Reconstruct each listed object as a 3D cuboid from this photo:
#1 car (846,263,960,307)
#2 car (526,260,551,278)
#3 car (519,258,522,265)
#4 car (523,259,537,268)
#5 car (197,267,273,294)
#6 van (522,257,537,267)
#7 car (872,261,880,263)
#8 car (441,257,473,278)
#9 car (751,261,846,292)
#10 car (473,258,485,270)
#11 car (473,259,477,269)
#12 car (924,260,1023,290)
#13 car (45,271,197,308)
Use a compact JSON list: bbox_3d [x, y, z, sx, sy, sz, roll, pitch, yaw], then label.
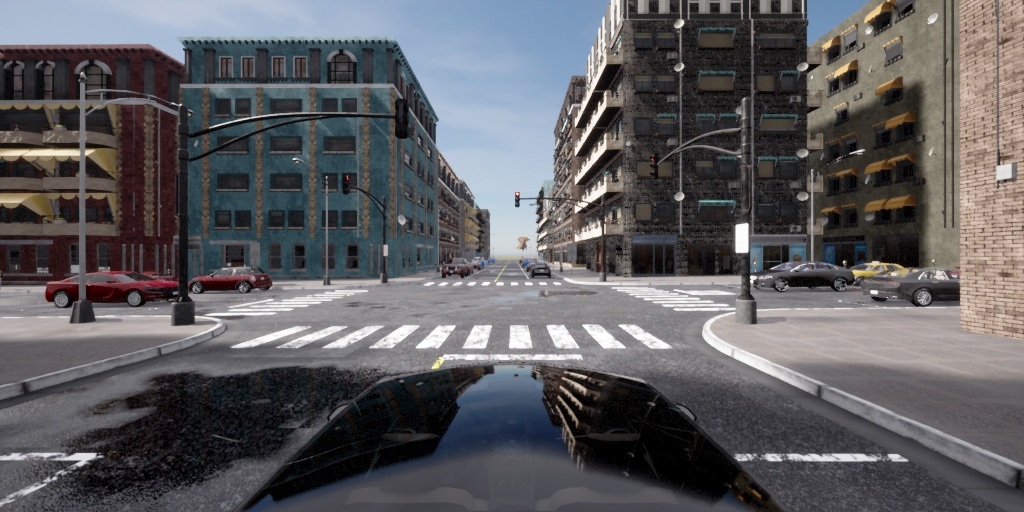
[{"bbox_3d":[15.626,1.081,13.288,4.403,1.370,2.007,0,0,1],"label":"car"},{"bbox_3d":[2.634,1.310,33.609,1.948,1.339,4.313,0,0,0],"label":"car"},{"bbox_3d":[2.696,1.168,61.369,1.967,1.591,4.097,0,0,0],"label":"car"},{"bbox_3d":[2.659,1.320,44.713,1.802,1.307,4.207,0,0,0],"label":"car"},{"bbox_3d":[-16.864,1.387,21.500,4.097,1.591,1.967,0,0,1],"label":"car"},{"bbox_3d":[2.671,1.076,50.265,1.690,1.789,3.998,0,0,0],"label":"van"},{"bbox_3d":[21.174,0.999,21.114,4.829,1.417,1.751,0,0,1],"label":"car"},{"bbox_3d":[-5.247,1.059,33.626,2.192,1.841,5.009,0,0,0],"label":"car"},{"bbox_3d":[14.927,1.040,18.713,4.902,1.511,2.128,-1,0,1],"label":"car"},{"bbox_3d":[-5.209,1.280,50.282,1.888,1.381,4.507,0,0,0],"label":"car"},{"bbox_3d":[-5.234,1.286,39.178,1.888,1.381,4.507,0,0,0],"label":"car"},{"bbox_3d":[24.795,0.952,18.614,4.674,1.442,1.812,-1,0,0],"label":"car"},{"bbox_3d":[-17.619,1.425,16.088,5.008,1.535,1.882,-1,0,0],"label":"car"}]
